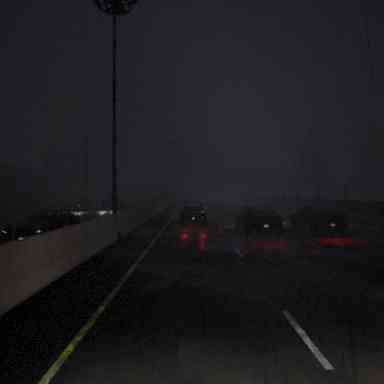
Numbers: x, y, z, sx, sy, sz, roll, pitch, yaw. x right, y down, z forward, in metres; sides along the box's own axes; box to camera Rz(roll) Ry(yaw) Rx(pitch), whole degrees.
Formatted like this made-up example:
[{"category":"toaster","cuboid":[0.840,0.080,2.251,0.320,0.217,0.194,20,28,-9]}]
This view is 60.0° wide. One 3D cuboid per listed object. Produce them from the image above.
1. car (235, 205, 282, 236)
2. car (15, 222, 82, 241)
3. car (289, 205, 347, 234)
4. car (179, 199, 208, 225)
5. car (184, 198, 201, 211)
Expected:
[{"category":"car","cuboid":[3.597,1.486,18.587,1.882,1.535,5.008,0,0,0]},{"category":"car","cuboid":[-7.104,1.555,16.389,2.033,1.411,5.357,0,0,0]},{"category":"car","cuboid":[7.096,1.487,19.210,1.882,1.535,5.008,0,0,0]},{"category":"car","cuboid":[0.095,1.503,24.010,2.128,1.511,4.902,0,0,0]},{"category":"car","cuboid":[0.092,1.567,42.702,2.033,1.411,5.357,0,0,0]}]
